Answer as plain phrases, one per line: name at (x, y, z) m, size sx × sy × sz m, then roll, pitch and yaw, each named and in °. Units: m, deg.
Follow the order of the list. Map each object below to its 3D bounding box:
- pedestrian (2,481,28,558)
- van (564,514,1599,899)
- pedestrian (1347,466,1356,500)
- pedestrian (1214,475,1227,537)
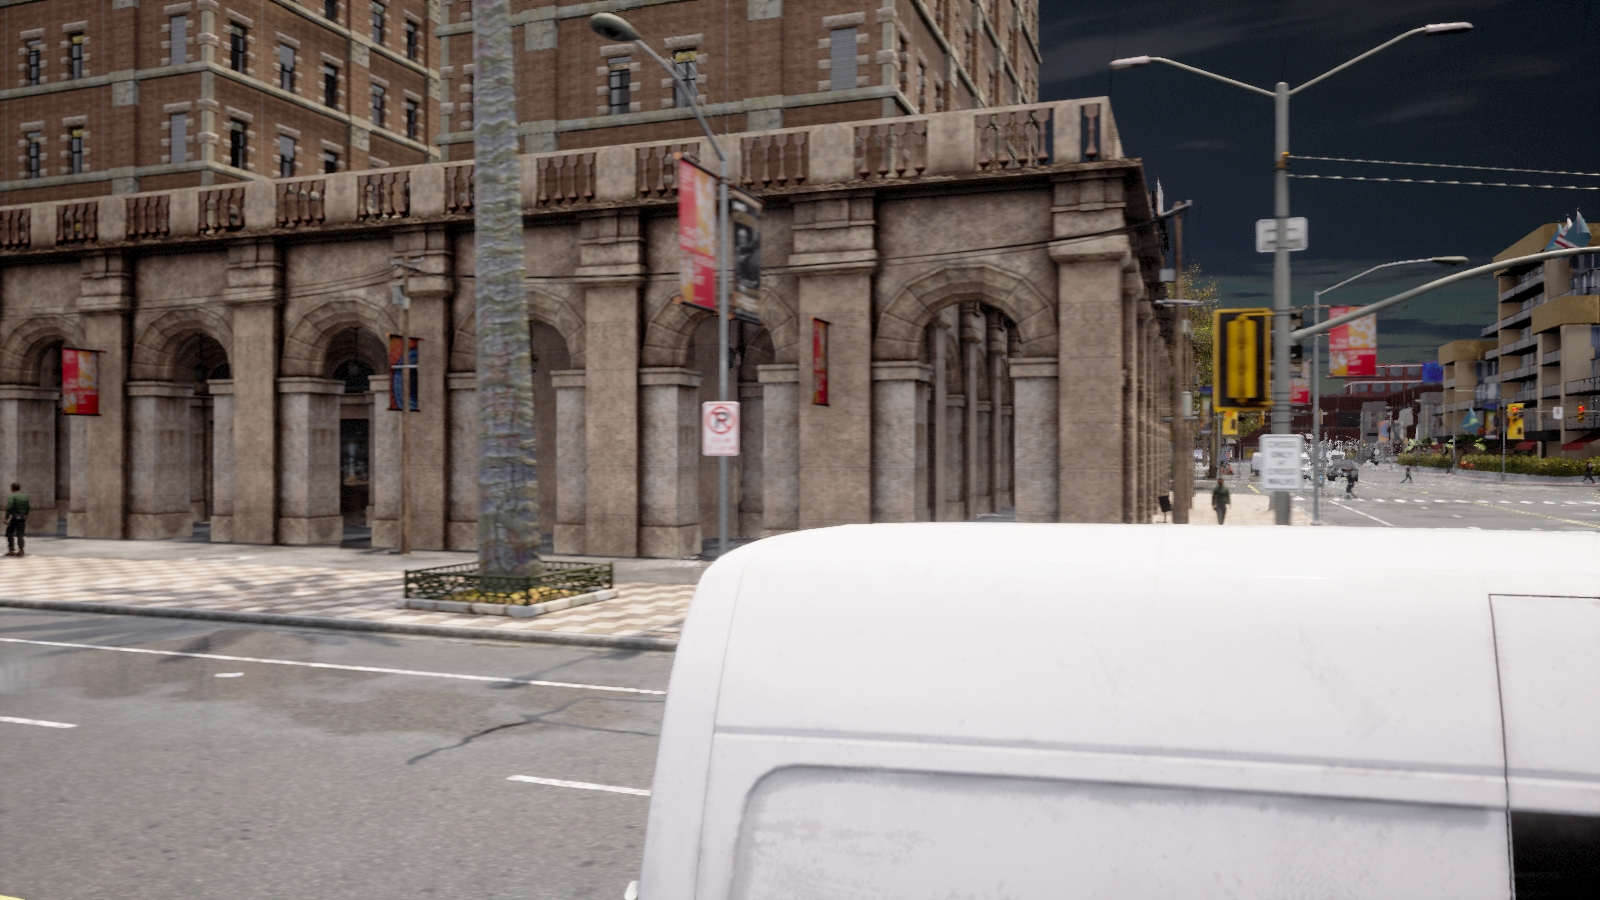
pedestrian at (-19.327, 1.699, 28.142) m, size 0.375 × 1.860 × 0.375 m, roll 0°, pitch 0°, yaw 22°
van at (2.570, 1.534, 2.907) m, size 5.915 × 2.561 × 1.988 m, roll 0°, pitch 0°, yaw 13°
pedestrian at (30.906, 1.848, 64.059) m, size 0.375 × 1.860 × 0.375 m, roll 0°, pitch 0°, yaw 7°
pedestrian at (12.811, 1.696, 34.787) m, size 0.375 × 1.860 × 0.375 m, roll 0°, pitch 0°, yaw 19°
